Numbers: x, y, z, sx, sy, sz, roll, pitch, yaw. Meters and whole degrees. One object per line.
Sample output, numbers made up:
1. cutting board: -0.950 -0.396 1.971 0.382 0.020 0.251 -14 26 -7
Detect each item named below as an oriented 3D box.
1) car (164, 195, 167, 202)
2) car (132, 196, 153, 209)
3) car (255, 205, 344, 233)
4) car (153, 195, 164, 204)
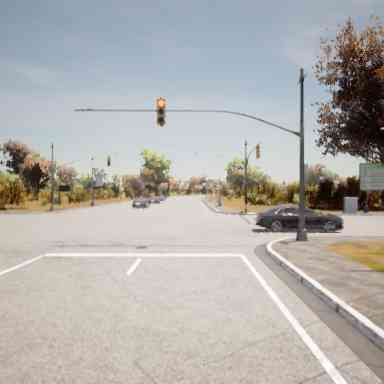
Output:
1. car: -6.921 1.468 77.043 1.812 1.442 4.674 0 0 0
2. car: -7.052 1.465 45.771 2.128 1.511 4.902 0 0 0
3. car: 6.083 1.512 19.044 4.892 1.490 1.837 0 0 3
4. car: -7.004 1.457 61.812 2.128 1.511 4.902 0 0 0
